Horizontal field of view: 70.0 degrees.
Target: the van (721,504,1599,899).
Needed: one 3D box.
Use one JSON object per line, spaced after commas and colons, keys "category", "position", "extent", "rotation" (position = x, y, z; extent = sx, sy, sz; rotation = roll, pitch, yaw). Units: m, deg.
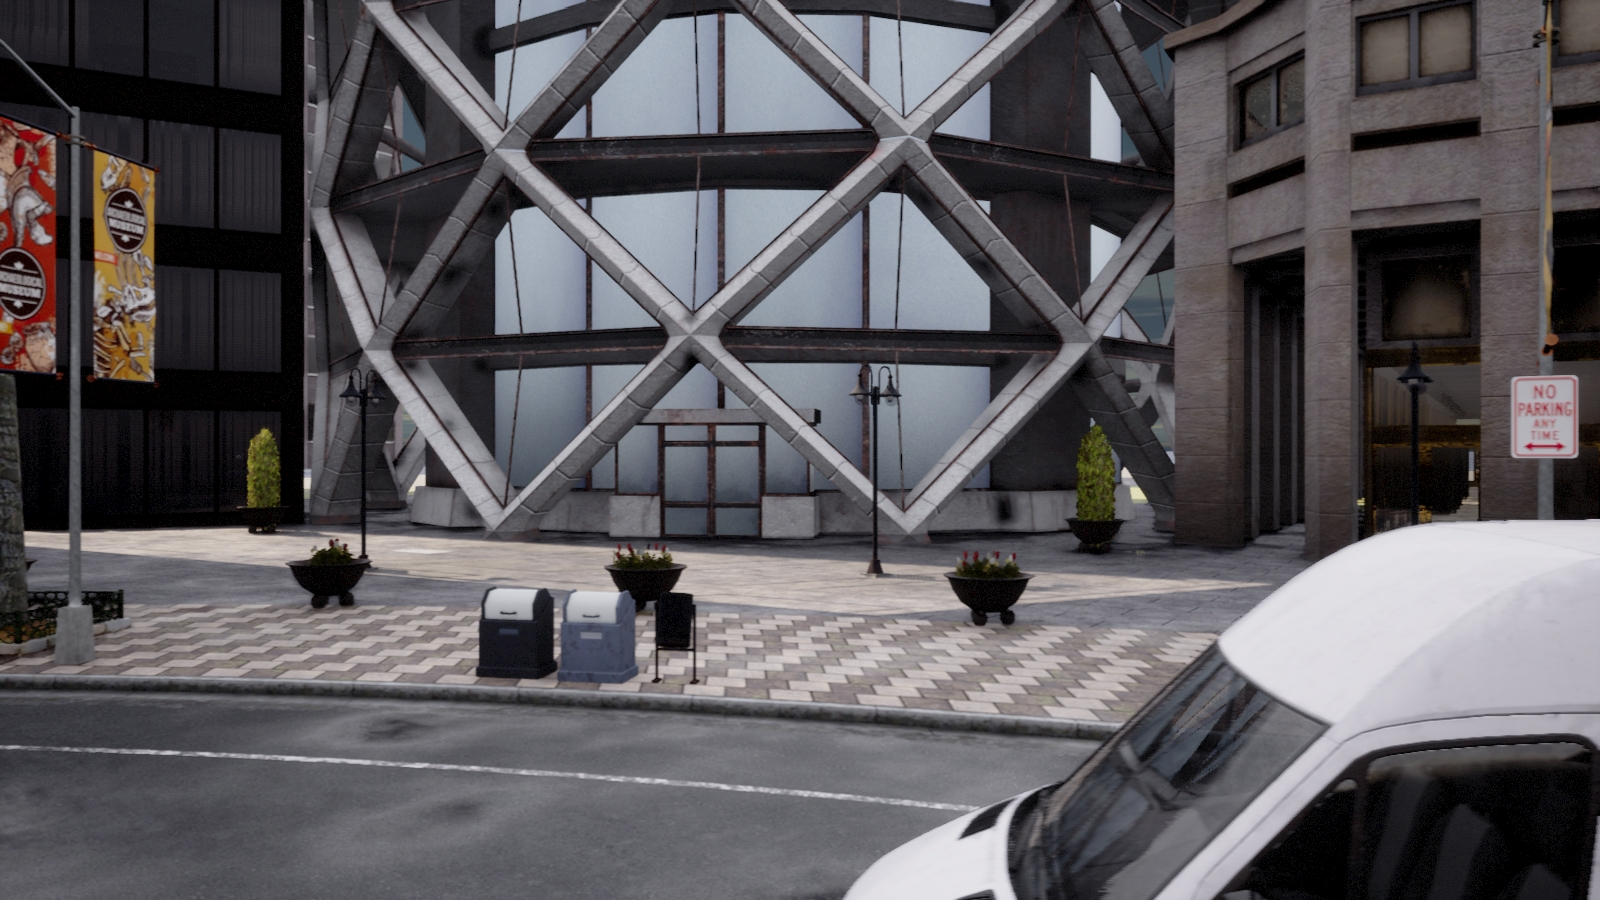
{"category": "van", "position": [2.865, 1.534, 3.693], "extent": [5.915, 2.561, 1.988], "rotation": [0, 0, 11]}
